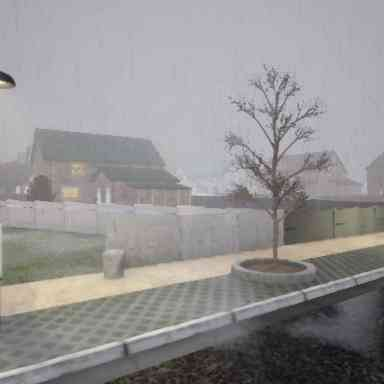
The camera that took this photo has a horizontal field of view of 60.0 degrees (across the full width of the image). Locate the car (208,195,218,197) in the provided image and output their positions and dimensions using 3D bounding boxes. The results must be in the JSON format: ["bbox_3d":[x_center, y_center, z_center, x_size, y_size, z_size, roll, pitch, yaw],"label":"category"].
[{"bbox_3d":[2.971,1.181,49.733,1.994,1.385,4.181,0,1,-34],"label":"car"}]
